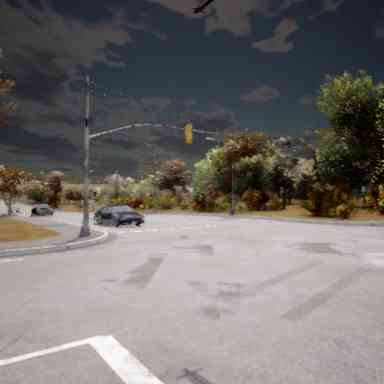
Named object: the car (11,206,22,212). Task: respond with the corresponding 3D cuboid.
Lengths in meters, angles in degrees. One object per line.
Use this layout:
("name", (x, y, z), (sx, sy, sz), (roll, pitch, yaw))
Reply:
("car", (-34.001, 3.400, 64.302), (1.837, 1.490, 4.892), (1, -3, -35))

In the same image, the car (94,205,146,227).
("car", (-5.190, 1.612, 23.265), (2.033, 1.411, 5.357), (1, -1, -35))

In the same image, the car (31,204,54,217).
("car", (-19.893, 2.345, 44.212), (2.097, 1.767, 4.553), (1, -3, -35))
